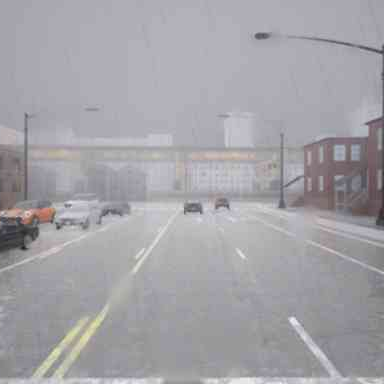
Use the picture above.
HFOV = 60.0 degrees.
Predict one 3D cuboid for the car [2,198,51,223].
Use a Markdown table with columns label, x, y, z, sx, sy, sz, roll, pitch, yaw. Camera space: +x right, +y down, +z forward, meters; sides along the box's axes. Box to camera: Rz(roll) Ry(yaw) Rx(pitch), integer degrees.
| label | x | y | z | sx | sy | sz | roll | pitch | yaw |
| --- | --- | --- | --- | --- | --- | --- | --- | --- | --- |
| car | -10.595 | 1.325 | 21.689 | 2.097 | 1.767 | 4.553 | 0 | 0 | 0 |

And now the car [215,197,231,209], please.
| label | x | y | z | sx | sy | sz | roll | pitch | yaw |
| --- | --- | --- | --- | --- | --- | --- | --- | --- | --- |
| car | 3.994 | 1.452 | 43.145 | 1.837 | 1.490 | 4.892 | 0 | 0 | 6 |

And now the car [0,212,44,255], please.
| label | x | y | z | sx | sy | sz | roll | pitch | yaw |
| --- | --- | --- | --- | --- | --- | --- | --- | --- | --- |
| car | -7.098 | 1.587 | 11.297 | 1.895 | 1.301 | 4.718 | 0 | 0 | 0 |

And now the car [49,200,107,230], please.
| label | x | y | z | sx | sy | sz | roll | pitch | yaw |
| --- | --- | --- | --- | --- | --- | --- | --- | --- | --- |
| car | -7.090 | 1.499 | 21.295 | 1.812 | 1.442 | 4.674 | 0 | 0 | 0 |

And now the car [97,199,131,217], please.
| label | x | y | z | sx | sy | sz | roll | pitch | yaw |
| --- | --- | --- | --- | --- | --- | --- | --- | --- | --- |
| car | -7.080 | 1.508 | 31.577 | 2.033 | 1.411 | 5.357 | 0 | 0 | 1 |

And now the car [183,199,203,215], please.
| label | x | y | z | sx | sy | sz | roll | pitch | yaw |
| --- | --- | --- | --- | --- | --- | --- | --- | --- | --- |
| car | 0.099 | 1.435 | 34.003 | 1.882 | 1.535 | 5.008 | 0 | 0 | 0 |

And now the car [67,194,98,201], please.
| label | x | y | z | sx | sy | sz | roll | pitch | yaw |
| --- | --- | --- | --- | --- | --- | --- | --- | --- | --- |
| car | -10.587 | 1.181 | 32.246 | 2.150 | 2.045 | 5.566 | 0 | 0 | -1 |
